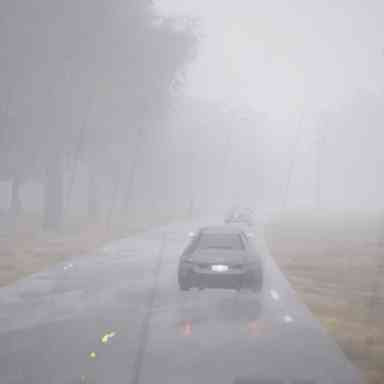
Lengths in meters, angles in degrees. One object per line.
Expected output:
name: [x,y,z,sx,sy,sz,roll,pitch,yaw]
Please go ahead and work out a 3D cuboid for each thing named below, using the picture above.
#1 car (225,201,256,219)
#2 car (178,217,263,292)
car: [3.632,1.682,24.704,2.033,1.411,5.357,0,0,15]
car: [0.799,1.634,9.232,1.994,1.385,4.181,0,0,5]
